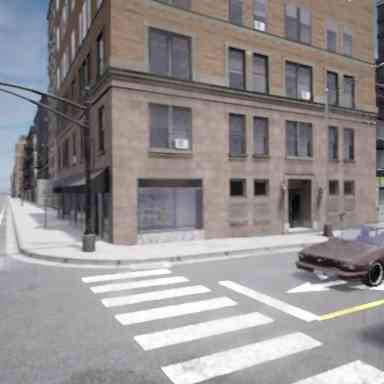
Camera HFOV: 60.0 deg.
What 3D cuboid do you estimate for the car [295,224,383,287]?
[{"bbox_3d":[5.557,1.666,9.775,5.357,1.411,2.033,0,0,-29],"label":"car"}]
